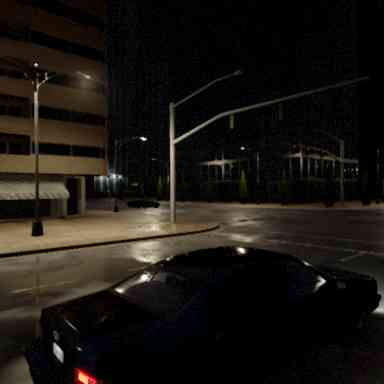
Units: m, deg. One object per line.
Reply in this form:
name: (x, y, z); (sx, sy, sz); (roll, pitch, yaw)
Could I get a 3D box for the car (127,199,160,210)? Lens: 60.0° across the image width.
car: (-6.033, 1.475, 41.190); (1.895, 1.301, 4.718); (-1, 0, -42)

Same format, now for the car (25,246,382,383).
car: (0.693, 1.518, 4.701); (5.357, 1.411, 2.033); (-1, 0, -39)
